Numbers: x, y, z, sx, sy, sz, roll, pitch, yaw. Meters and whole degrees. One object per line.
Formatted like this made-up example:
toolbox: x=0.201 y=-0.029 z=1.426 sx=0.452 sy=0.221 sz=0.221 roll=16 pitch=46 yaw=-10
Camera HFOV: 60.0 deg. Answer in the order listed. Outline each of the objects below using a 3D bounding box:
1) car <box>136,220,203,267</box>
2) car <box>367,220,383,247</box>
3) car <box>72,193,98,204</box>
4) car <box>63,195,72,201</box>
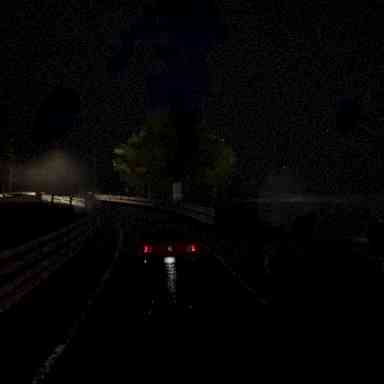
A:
car: x=-0.908 y=1.606 z=11.512 sx=1.895 sy=1.301 sz=4.718 roll=0 pitch=0 yaw=-7
car: x=8.226 y=1.551 z=12.589 sx=1.994 sy=1.385 sz=4.181 roll=0 pitch=0 yaw=11
car: x=-15.555 y=1.012 z=49.026 sx=2.097 sy=1.767 sz=4.553 roll=0 pitch=1 yaw=-34
car: x=-21.115 y=1.098 z=57.705 sx=1.895 sy=1.301 sz=4.718 roll=0 pitch=1 yaw=-28
